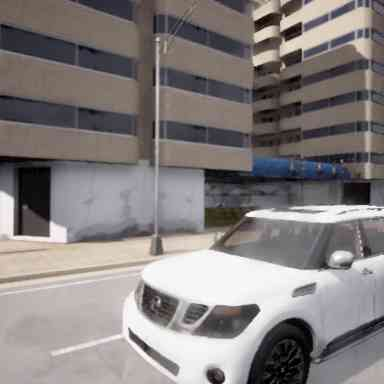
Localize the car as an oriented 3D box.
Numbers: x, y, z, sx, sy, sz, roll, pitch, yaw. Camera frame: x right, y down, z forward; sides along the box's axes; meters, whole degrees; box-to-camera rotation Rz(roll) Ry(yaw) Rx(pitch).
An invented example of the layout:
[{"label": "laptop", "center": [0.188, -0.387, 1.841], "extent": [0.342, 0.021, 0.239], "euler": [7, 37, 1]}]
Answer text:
[{"label": "car", "center": [1.765, 1.260, 5.252], "extent": [5.566, 2.045, 2.150], "euler": [1, 0, -35]}]
